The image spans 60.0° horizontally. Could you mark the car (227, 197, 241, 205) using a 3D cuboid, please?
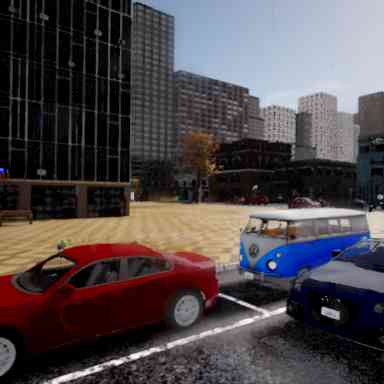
[{"bbox_3d":[8.708,1.704,65.310,1.967,1.590,4.097,1,-1,-35],"label":"car"}]

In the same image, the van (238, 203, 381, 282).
[{"bbox_3d":[2.988,1.341,8.634,3.998,1.788,1.690,0,1,-35],"label":"van"}]

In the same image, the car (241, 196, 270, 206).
[{"bbox_3d":[11.897,1.553,60.767,2.192,1.841,5.009,1,-1,-35],"label":"car"}]

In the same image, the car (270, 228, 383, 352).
[{"bbox_3d":[3.620,1.564,5.957,4.181,1.385,1.994,0,0,-35],"label":"car"}]

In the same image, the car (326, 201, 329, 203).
[{"bbox_3d":[18.900,1.763,50.734,1.802,1.307,4.206,1,-1,-35],"label":"car"}]

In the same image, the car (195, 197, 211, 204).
[{"bbox_3d":[2.345,1.756,74.406,1.967,1.590,4.097,1,-1,-35],"label":"car"}]

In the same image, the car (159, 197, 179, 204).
[{"bbox_3d":[-4.446,1.723,69.492,1.752,1.417,4.829,1,-1,-35],"label":"car"}]

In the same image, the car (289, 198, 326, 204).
[{"bbox_3d":[14.318,1.479,42.182,1.967,1.590,4.097,1,-1,-35],"label":"car"}]

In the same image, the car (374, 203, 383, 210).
[{"bbox_3d":[25.143,1.681,41.723,2.008,1.369,4.403,1,-1,-35],"label":"car"}]

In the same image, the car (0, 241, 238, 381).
[{"bbox_3d":[-1.610,1.545,5.357,4.507,1.381,1.887,0,1,-35],"label":"car"}]

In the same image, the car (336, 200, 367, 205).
[{"bbox_3d":[22.021,1.721,46.229,1.947,1.339,4.313,1,-1,-35],"label":"car"}]

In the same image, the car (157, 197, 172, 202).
[{"bbox_3d":[-7.235,1.922,88.234,1.752,1.417,4.829,1,-1,-35],"label":"car"}]

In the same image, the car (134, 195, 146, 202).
[{"bbox_3d":[-14.025,1.844,83.320,1.947,1.339,4.313,1,-1,-35],"label":"car"}]
